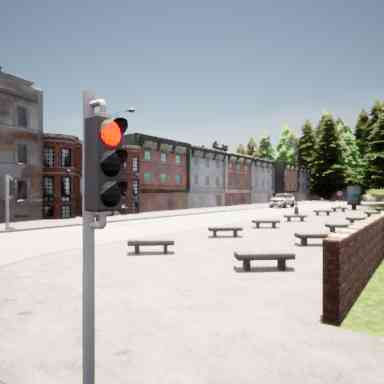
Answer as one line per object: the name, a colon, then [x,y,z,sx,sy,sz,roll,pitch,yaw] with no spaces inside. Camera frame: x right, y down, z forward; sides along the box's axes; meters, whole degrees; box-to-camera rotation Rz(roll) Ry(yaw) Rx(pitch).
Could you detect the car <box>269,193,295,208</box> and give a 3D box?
car: [12.872,1.218,47.383,2.150,2.045,5.566,0,0,36]
